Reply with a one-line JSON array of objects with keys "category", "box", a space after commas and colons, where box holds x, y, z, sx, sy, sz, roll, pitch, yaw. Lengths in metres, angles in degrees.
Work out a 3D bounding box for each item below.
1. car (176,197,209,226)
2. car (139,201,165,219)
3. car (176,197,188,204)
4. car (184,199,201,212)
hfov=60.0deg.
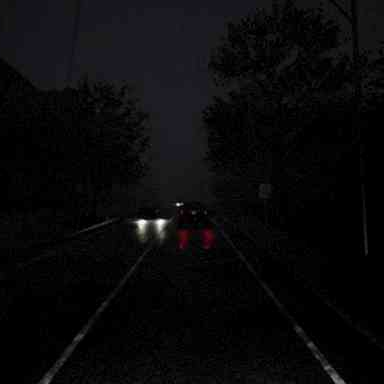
[{"category": "car", "box": [0.103, 1.405, 23.904, 2.097, 1.767, 4.553, 0, 0, 0]}, {"category": "car", "box": [-3.595, 1.547, 30.452, 1.882, 1.535, 5.008, 0, 0, 0]}, {"category": "car", "box": [-2.140, 1.758, 72.045, 1.895, 1.301, 4.718, -1, 0, 8]}, {"category": "car", "box": [0.104, 1.644, 42.573, 2.033, 1.411, 5.357, 0, 0, 0]}]
